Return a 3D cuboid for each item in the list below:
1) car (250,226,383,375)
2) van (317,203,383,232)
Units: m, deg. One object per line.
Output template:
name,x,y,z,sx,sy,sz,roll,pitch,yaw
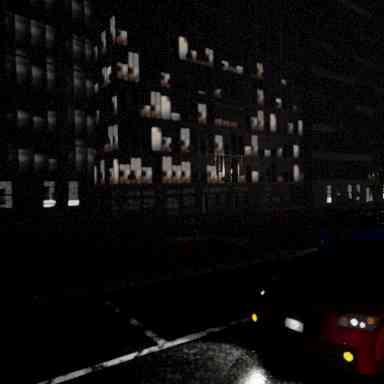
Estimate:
car,2.939,1.519,5.468,4.181,1.385,1.994,-1,0,-36
van,5.710,1.254,10.653,3.998,1.788,1.690,-1,-1,-35
